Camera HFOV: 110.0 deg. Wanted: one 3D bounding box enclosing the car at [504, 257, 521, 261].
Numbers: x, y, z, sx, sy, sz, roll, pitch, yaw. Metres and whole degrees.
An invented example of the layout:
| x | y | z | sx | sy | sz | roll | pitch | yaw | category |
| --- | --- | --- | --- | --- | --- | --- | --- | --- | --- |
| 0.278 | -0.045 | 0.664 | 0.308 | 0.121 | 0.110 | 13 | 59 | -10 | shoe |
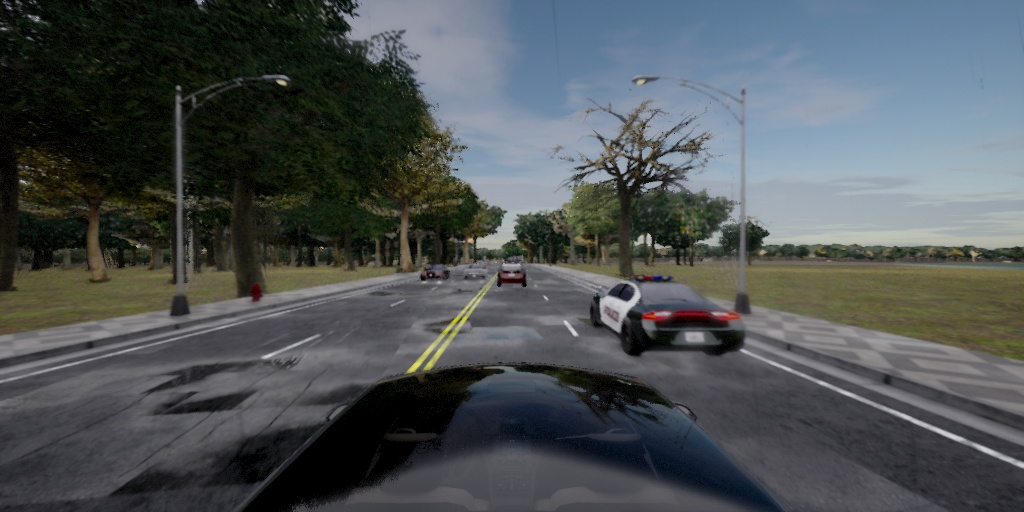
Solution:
| x | y | z | sx | sy | sz | roll | pitch | yaw | category |
| --- | --- | --- | --- | --- | --- | --- | --- | --- | --- |
| 0.092 | 1.121 | 52.081 | 2.150 | 2.045 | 5.566 | 0 | 0 | 0 | car |

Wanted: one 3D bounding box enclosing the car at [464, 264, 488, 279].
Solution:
| x | y | z | sx | sy | sz | roll | pitch | yaw | category |
| --- | --- | --- | --- | --- | --- | --- | --- | --- | --- |
| -3.255 | 1.426 | 33.084 | 1.895 | 1.301 | 4.718 | 0 | 0 | 0 | car |

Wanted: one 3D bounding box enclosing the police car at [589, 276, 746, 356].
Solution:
| x | y | z | sx | sy | sz | roll | pitch | yaw | category |
| --- | --- | --- | --- | --- | --- | --- | --- | --- | --- |
| 3.249 | 1.261 | 8.784 | 2.038 | 1.542 | 4.974 | 0 | 0 | 0 | police car |

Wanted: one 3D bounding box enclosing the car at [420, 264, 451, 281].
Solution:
| x | y | z | sx | sy | sz | roll | pitch | yaw | category |
| --- | --- | --- | --- | --- | --- | --- | --- | --- | --- |
| -6.534 | 1.375 | 30.933 | 1.994 | 1.385 | 4.181 | 0 | 0 | 0 | car |

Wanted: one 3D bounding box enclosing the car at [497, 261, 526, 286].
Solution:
| x | y | z | sx | sy | sz | roll | pitch | yaw | category |
| --- | --- | --- | --- | --- | --- | --- | --- | --- | --- |
| -0.013 | 1.296 | 25.778 | 2.163 | 1.488 | 4.792 | 0 | 0 | 0 | car |
